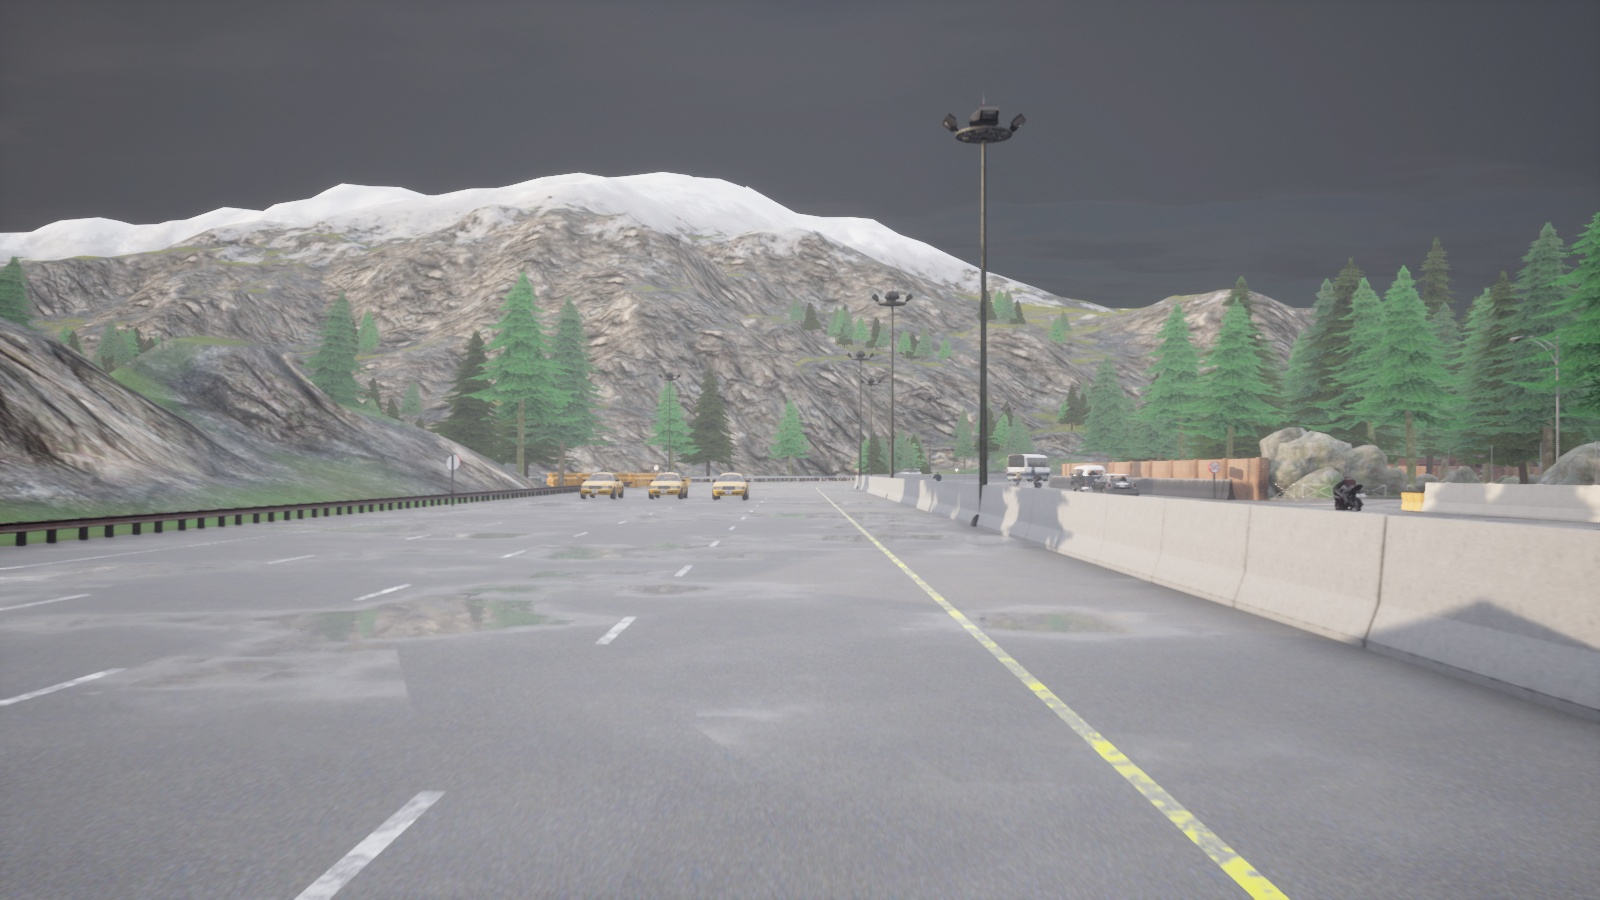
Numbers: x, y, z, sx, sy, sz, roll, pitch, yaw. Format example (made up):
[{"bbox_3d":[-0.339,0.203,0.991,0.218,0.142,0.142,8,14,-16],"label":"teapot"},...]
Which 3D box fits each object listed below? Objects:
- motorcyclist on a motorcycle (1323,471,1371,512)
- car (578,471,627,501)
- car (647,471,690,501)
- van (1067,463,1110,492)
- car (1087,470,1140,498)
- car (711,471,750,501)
[{"bbox_3d":[20.884,1.569,47.979,0.866,1.530,2.191,0,-1,0],"label":"motorcyclist on a motorcycle"},{"bbox_3d":[-10.666,1.938,68.183,1.801,1.575,5.366,0,-1,0],"label":"car"},{"bbox_3d":[-7.167,1.937,68.951,1.801,1.575,5.366,0,-1,0],"label":"car"},{"bbox_3d":[20.779,1.973,90.587,2.069,2.038,4.480,0,-1,0],"label":"van"},{"bbox_3d":[17.331,1.876,69.602,1.970,1.475,3.806,0,-1,0],"label":"car"},{"bbox_3d":[-3.663,1.895,67.294,1.801,1.575,5.366,0,-1,0],"label":"car"}]
